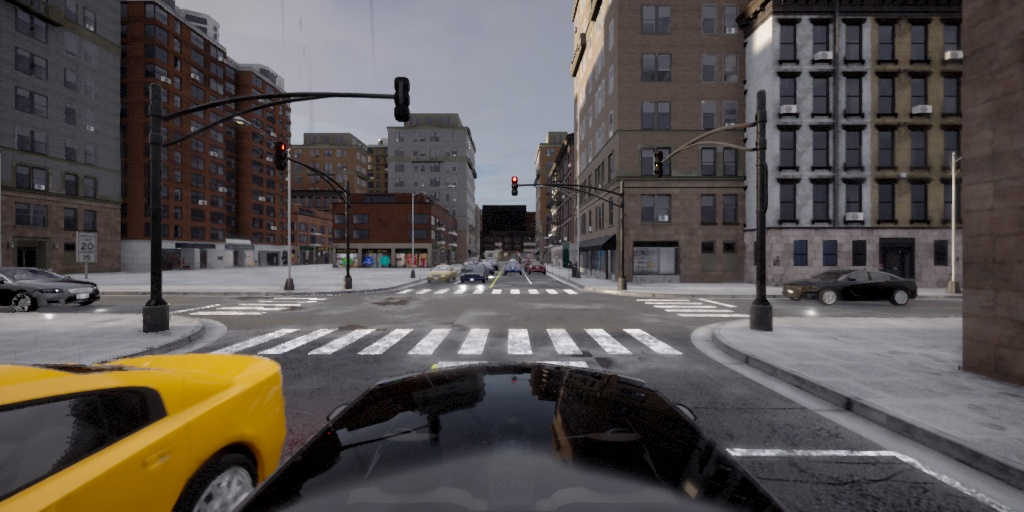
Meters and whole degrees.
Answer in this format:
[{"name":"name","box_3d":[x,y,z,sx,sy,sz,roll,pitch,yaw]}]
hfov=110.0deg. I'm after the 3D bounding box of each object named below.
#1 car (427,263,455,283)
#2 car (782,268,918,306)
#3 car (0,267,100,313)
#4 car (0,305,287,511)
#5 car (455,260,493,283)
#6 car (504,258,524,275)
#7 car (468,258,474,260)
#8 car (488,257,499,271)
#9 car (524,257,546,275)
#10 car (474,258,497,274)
[{"name":"car","box_3d":[-5.377,1.275,27.889,1.751,1.417,4.829,0,0,0]},{"name":"car","box_3d":[14.778,1.310,15.845,5.008,1.535,1.882,0,0,-1]},{"name":"car","box_3d":[-17.860,1.157,12.872,4.902,1.511,2.128,1,0,0]},{"name":"car","box_3d":[-2.768,1.228,0.831,1.882,1.535,5.008,0,0,0]},{"name":"car","box_3d":[-2.838,1.298,28.142,2.033,1.411,5.357,0,0,0]},{"name":"car","box_3d":[0.113,1.298,40.057,2.033,1.411,5.357,0,0,0]},{"name":"car","box_3d":[-5.371,1.302,45.045,2.007,1.370,4.403,0,0,0]},{"name":"car","box_3d":[-2.815,1.229,48.682,1.882,1.535,5.008,0,0,0]},{"name":"car","box_3d":[2.652,1.190,39.380,1.967,1.591,4.097,0,0,0]},{"name":"car","box_3d":[-2.837,1.276,38.192,1.812,1.442,4.674,0,0,0]}]
